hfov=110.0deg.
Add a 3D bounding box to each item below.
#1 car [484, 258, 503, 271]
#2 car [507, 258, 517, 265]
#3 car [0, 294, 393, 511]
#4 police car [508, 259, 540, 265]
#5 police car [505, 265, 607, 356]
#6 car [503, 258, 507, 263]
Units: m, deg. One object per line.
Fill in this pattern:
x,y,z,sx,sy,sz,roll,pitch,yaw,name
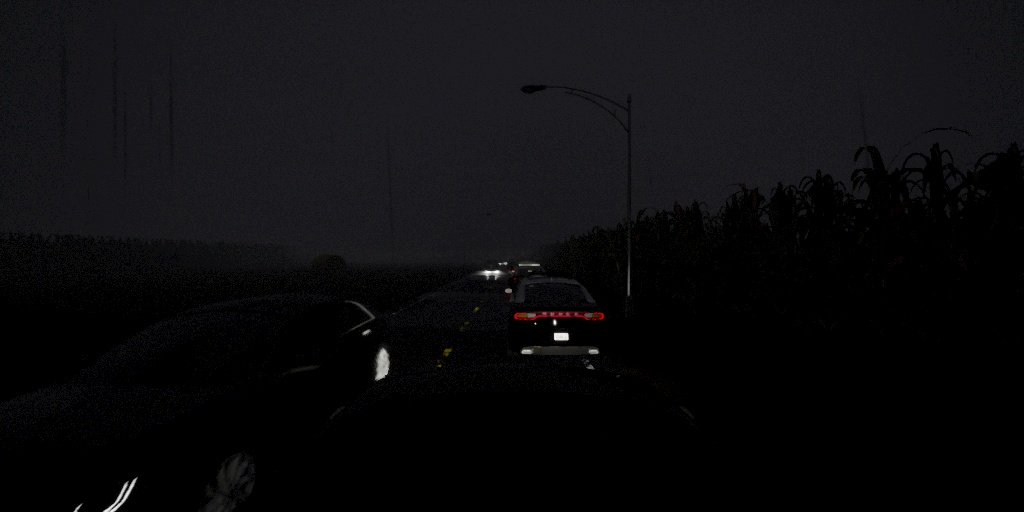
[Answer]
-2.668,1.185,48.643,2.128,1.511,4.902,0,0,0,car
0.914,1.084,24.580,2.097,1.767,4.553,0,0,0,car
-2.838,1.255,3.944,1.837,1.490,4.892,0,0,0,car
0.892,1.166,18.720,1.930,1.638,5.238,0,0,0,police car
0.854,1.173,8.721,1.930,1.638,5.238,0,0,0,police car
0.249,1.179,51.232,2.128,1.511,4.902,0,0,1,car
